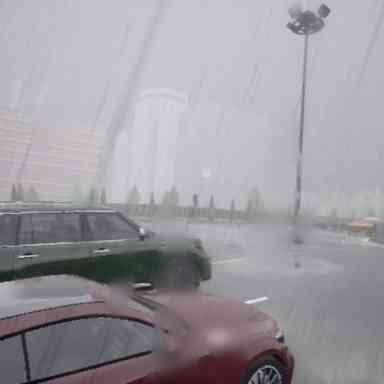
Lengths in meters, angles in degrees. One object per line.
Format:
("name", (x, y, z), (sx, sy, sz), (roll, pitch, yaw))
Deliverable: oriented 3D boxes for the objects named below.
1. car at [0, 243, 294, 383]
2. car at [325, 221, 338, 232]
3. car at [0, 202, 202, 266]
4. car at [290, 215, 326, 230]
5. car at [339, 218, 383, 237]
("car", (-1.111, 1.521, 2.949), (4.674, 1.442, 1.812), (0, 0, -35))
("car", (15.361, 3.263, 32.069), (4.718, 1.301, 1.895), (6, -3, -35))
("car", (-2.229, 1.217, 6.448), (5.566, 2.045, 2.150), (0, 0, -35))
("car", (12.007, 3.089, 33.979), (4.181, 1.385, 1.994), (6, -3, -35))
("car", (14.592, 2.851, 27.231), (5.008, 1.535, 1.882), (6, -3, -35))
